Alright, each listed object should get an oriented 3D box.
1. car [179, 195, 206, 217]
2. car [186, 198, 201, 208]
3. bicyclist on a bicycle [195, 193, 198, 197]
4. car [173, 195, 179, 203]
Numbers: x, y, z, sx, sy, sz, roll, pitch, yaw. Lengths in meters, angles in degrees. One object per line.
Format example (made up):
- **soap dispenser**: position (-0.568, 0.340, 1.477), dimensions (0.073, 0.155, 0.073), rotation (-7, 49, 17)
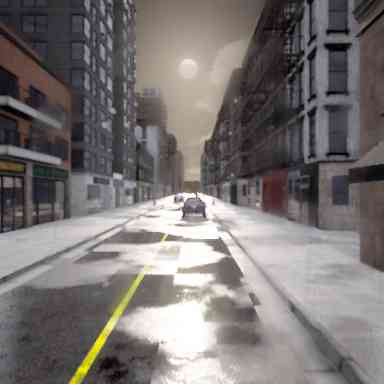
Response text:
- **car**: position (0.185, 1.253, 29.995), dimensions (2.097, 1.767, 4.553), rotation (0, 0, 1)
- **car**: position (0.244, 1.447, 44.900), dimensions (1.895, 1.301, 4.718), rotation (0, 0, 1)
- **bicyclist on a bicycle**: position (1.060, 1.066, 77.195), dimensions (0.659, 1.776, 1.843), rotation (0, 1, 0)
- **car**: position (-2.521, 1.254, 63.853), dimensions (2.128, 1.511, 4.902), rotation (0, 0, 1)
